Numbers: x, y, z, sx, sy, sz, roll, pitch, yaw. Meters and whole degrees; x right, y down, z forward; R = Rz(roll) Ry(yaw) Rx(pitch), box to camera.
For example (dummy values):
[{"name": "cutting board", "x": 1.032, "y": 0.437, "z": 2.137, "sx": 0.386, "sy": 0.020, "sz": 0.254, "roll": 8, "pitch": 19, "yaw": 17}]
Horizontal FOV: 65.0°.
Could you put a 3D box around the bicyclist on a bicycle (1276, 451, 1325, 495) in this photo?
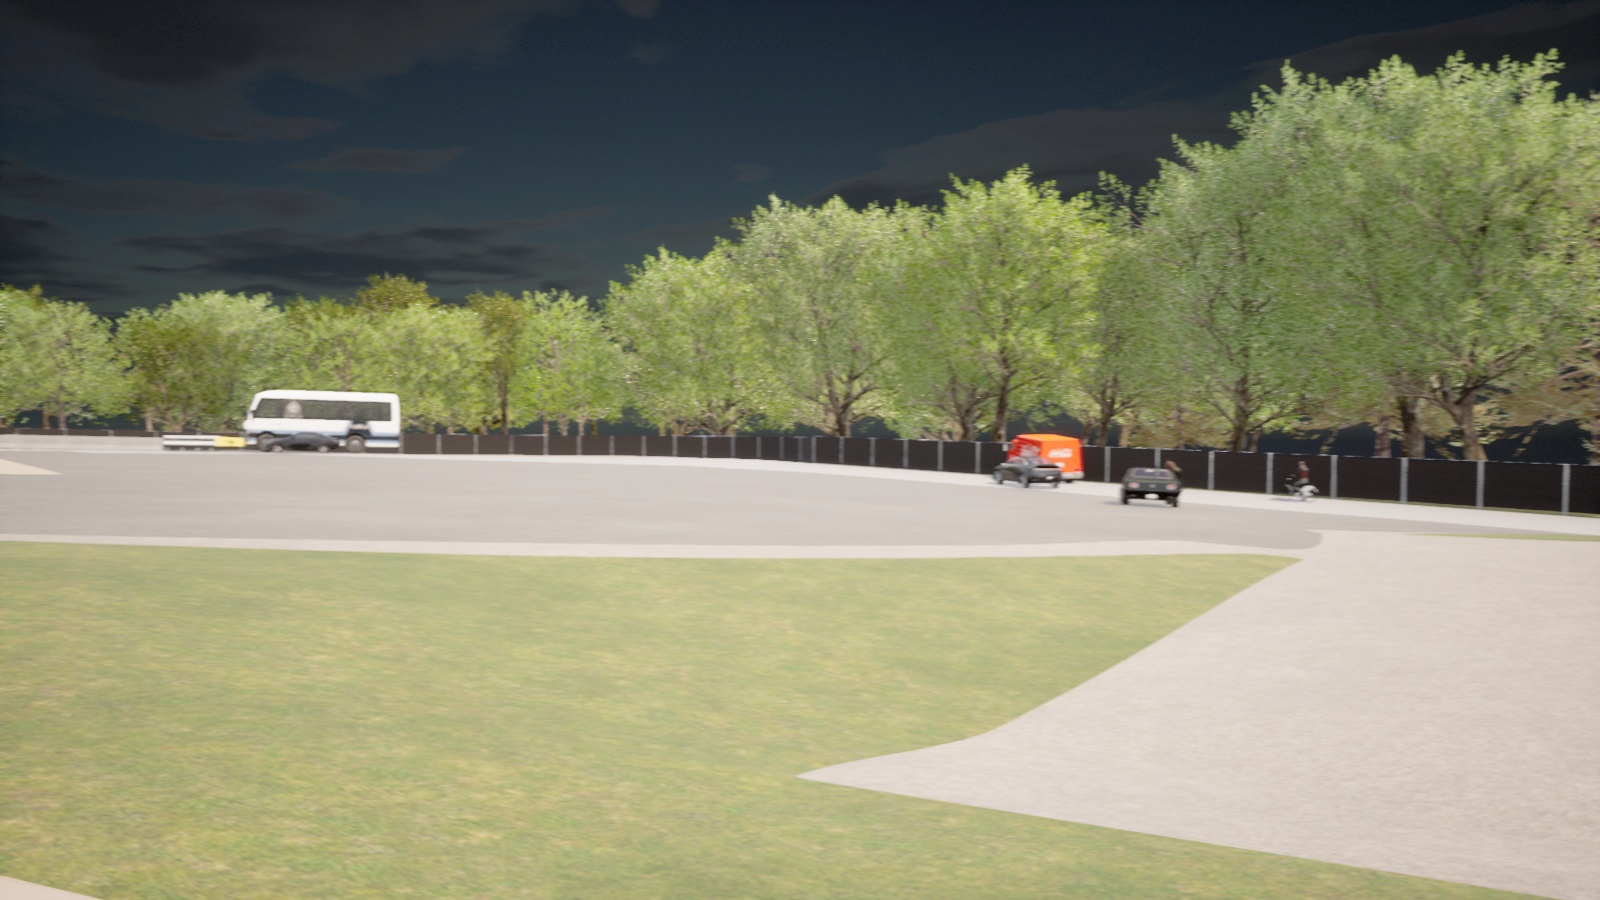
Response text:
[{"name": "bicyclist on a bicycle", "x": 21.312, "y": 0.971, "z": 53.511, "sx": 0.659, "sy": 1.776, "sz": 1.843, "roll": -2, "pitch": 3, "yaw": -36}]

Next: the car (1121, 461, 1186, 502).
[{"name": "car", "x": 12.223, "y": 1.061, "z": 43.646, "sx": 1.895, "sy": 1.301, "sz": 4.718, "roll": 2, "pitch": 0, "yaw": 13}]

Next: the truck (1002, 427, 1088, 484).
[{"name": "truck", "x": 12.885, "y": 0.237, "z": 66.493, "sx": 2.627, "sy": 2.467, "sz": 5.204, "roll": -2, "pitch": 5, "yaw": -12}]

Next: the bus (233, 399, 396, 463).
[{"name": "bus", "x": -33.455, "y": -1.283, "z": 86.908, "sx": 10.273, "sy": 4.253, "sz": 3.944, "roll": 0, "pitch": 1, "yaw": -21}]

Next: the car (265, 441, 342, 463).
[{"name": "car", "x": -32.723, "y": 0.134, "z": 82.960, "sx": 4.674, "sy": 1.442, "sz": 1.812, "roll": 0, "pitch": 0, "yaw": -20}]

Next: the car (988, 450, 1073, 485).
[{"name": "car", "x": 11.346, "y": 0.823, "z": 62.137, "sx": 2.128, "sy": 1.511, "sz": 4.902, "roll": -1, "pitch": 2, "yaw": -17}]
